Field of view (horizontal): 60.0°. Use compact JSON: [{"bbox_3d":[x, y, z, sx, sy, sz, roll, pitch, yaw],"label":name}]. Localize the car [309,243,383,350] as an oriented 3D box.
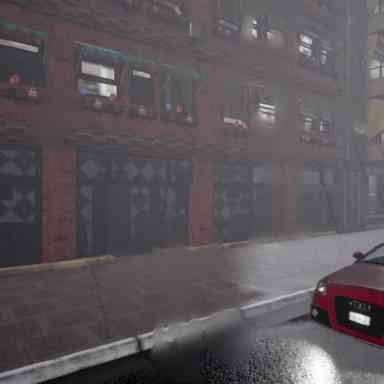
[{"bbox_3d":[3.937,1.565,5.756,4.181,1.385,1.994,0,0,-36],"label":"car"}]
